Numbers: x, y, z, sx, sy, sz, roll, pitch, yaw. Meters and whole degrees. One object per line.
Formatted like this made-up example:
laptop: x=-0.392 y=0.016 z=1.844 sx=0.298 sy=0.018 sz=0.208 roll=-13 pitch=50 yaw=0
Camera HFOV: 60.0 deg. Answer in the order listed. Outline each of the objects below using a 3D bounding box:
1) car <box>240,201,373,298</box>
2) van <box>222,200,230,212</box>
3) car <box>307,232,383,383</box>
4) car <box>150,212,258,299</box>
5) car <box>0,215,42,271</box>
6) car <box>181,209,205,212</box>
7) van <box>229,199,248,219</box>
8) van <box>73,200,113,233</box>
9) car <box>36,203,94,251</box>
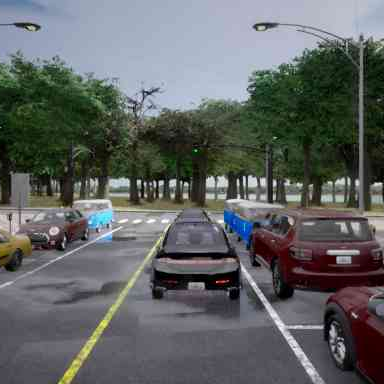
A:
car: x=2.757 y=1.315 z=8.426 sx=2.192 sy=1.841 sz=5.009 roll=0 pitch=0 yaw=0
van: x=2.751 y=1.343 z=19.301 sx=1.690 sy=1.788 sz=3.998 roll=0 pitch=0 yaw=0
car: x=2.759 y=1.440 z=2.988 sx=1.967 sy=1.590 sz=4.097 roll=0 pitch=0 yaw=0
car: x=0.085 y=1.492 z=8.457 sx=2.128 sy=1.511 sz=4.902 roll=0 pitch=0 yaw=0
car: x=-5.768 y=1.526 z=8.252 sx=1.752 sy=1.417 sz=4.829 roll=0 pitch=0 yaw=0
car: x=0.049 y=1.566 z=17.384 sx=1.994 sy=1.385 sz=4.181 roll=0 pitch=0 yaw=1
van: x=2.754 y=1.342 z=13.863 sx=1.690 sy=1.788 sz=3.998 roll=0 pitch=0 yaw=0
van: x=-5.774 y=1.343 z=19.297 sx=1.690 sy=1.788 sz=3.998 roll=0 pitch=0 yaw=0
car: x=-5.771 y=1.441 z=13.859 sx=1.967 sy=1.590 sz=4.097 roll=0 pitch=0 yaw=0
